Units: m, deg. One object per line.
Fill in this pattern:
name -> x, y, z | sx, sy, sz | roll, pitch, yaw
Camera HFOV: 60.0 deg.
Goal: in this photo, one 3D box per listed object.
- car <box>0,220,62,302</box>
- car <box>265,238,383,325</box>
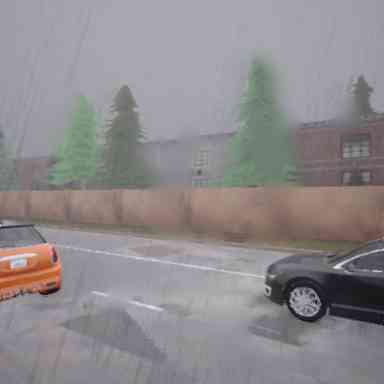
car -> -5.054, 1.411, 7.617 | 4.553, 1.767, 2.097 | 0, 0, 36
car -> 3.680, 1.522, 5.664 | 4.892, 1.490, 1.837 | 0, 0, 35
